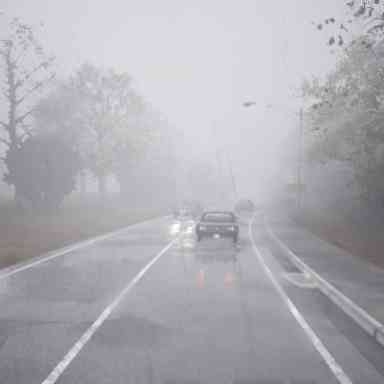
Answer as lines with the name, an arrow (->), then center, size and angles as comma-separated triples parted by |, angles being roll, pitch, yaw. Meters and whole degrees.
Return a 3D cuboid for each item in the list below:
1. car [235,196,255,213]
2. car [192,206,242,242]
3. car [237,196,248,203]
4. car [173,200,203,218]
car -> 6.081, 1.564, 38.219 | 2.033, 1.411, 5.357 | 2, 0, 16
car -> 1.344, 1.590, 16.446 | 1.895, 1.301, 4.718 | 1, 0, 7
car -> 10.570, 1.552, 68.974 | 1.895, 1.301, 4.718 | 1, 0, 13
car -> -0.242, 1.413, 28.297 | 2.128, 1.511, 4.902 | 1, 0, 13
